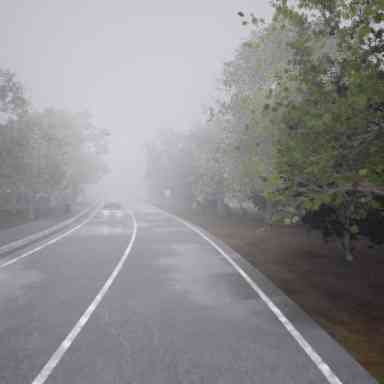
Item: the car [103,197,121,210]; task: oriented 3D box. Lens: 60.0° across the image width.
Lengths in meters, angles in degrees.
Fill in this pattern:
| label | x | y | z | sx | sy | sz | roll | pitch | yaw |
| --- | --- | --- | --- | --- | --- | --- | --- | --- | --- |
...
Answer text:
| label | x | y | z | sx | sy | sz | roll | pitch | yaw |
| --- | --- | --- | --- | --- | --- | --- | --- | --- | --- |
| car | -9.637 | 1.374 | 40.504 | 1.812 | 1.442 | 4.674 | 1 | 0 | -13 |
